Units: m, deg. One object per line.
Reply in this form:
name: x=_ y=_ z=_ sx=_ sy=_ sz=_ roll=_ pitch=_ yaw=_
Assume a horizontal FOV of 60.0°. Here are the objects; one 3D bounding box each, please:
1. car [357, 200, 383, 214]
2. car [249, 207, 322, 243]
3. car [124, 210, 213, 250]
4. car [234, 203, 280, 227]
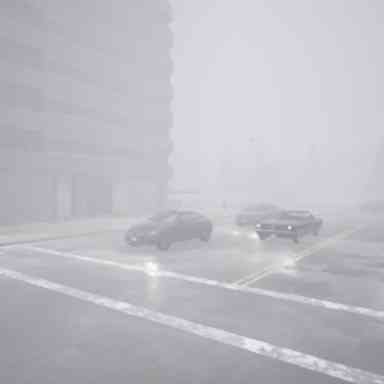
car: x=19.558 y=1.521 z=35.625 sx=2.033 sy=1.411 sz=5.357 roll=0 pitch=0 yaw=6
car: x=4.835 y=1.596 z=16.335 sx=1.895 sy=1.301 sz=4.718 roll=0 pitch=0 yaw=36
car: x=-0.831 y=1.517 z=14.480 sx=1.812 sy=1.442 sz=4.674 roll=0 pitch=0 yaw=36
car: x=4.542 y=1.497 z=21.871 sx=1.837 sy=1.490 sz=4.892 roll=0 pitch=0 yaw=36
